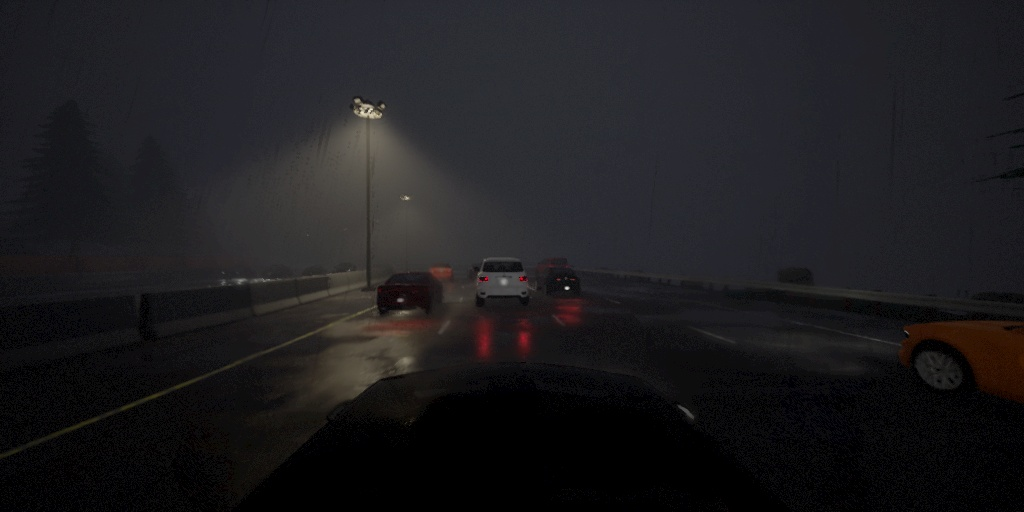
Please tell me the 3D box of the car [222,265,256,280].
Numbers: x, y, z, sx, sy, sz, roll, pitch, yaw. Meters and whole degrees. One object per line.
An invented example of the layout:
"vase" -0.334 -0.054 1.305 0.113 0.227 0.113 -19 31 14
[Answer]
"car" -29.616 1.759 39.197 1.812 1.442 4.674 0 0 -15

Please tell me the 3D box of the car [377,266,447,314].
"car" -3.949 1.351 14.540 1.882 1.535 5.008 0 0 -5

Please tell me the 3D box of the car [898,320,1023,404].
"car" 7.023 1.193 3.530 1.882 1.535 5.008 0 0 0

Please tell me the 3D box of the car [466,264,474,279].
"car" -3.651 1.547 37.116 1.837 1.490 4.892 0 0 -12

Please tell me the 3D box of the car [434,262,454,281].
"car" -6.501 1.382 33.206 2.097 1.767 4.553 0 0 -11

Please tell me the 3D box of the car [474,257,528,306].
"car" -0.575 1.090 16.781 2.150 2.045 5.566 0 0 -5

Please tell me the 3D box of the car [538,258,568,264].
"car" 3.905 1.198 35.303 2.150 2.045 5.566 0 0 -11

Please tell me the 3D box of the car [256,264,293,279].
"car" -26.327 1.712 40.413 2.128 1.511 4.902 0 0 -15

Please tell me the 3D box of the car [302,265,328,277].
"car" -23.282 1.780 42.564 1.994 1.385 4.181 0 -1 -15

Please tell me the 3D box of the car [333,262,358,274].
"car" -19.579 1.540 42.231 2.097 1.767 4.553 0 -1 -15

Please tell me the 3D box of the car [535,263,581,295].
"car" 2.543 1.381 20.681 1.837 1.490 4.892 0 0 -6
